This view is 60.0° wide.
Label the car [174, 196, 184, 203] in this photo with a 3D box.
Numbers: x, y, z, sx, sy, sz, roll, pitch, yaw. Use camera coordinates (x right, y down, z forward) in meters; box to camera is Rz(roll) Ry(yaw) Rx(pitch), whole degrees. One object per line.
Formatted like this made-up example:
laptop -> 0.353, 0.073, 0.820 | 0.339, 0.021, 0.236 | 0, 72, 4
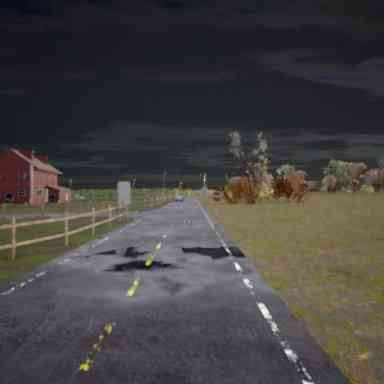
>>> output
car -> -2.761, 1.519, 71.389 | 1.882, 1.535, 5.008 | 0, 0, 0
